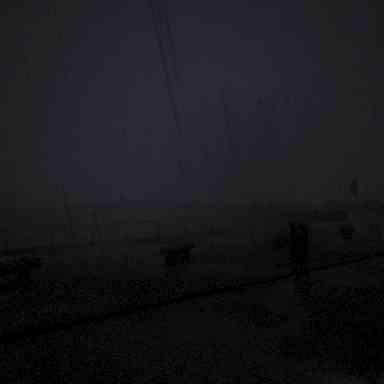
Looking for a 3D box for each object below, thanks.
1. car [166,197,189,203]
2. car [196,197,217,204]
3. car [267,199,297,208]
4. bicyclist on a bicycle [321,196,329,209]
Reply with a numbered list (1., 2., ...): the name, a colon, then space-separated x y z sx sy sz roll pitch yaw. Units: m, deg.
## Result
1. car: -2.329 1.479 53.551 2.128 1.511 4.902 0 0 -35
2. car: 1.965 1.532 54.530 2.033 1.411 5.357 0 0 -35
3. car: 10.171 1.513 35.868 1.812 1.442 4.674 0 0 -36
4. bicyclist on a bicycle: 16.563 1.331 41.339 1.656 1.620 0.582 0 0 -35
